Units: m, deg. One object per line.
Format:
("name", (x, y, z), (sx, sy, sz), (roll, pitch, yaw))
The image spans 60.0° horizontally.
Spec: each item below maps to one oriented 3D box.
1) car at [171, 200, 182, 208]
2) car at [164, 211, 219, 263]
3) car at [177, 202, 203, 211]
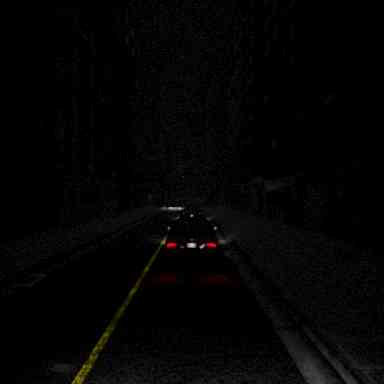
("car", (-2.796, 2.149, 60.609), (1.994, 1.385, 4.181), (0, -1, 0))
("car", (0.002, 1.674, 12.516), (2.033, 1.411, 5.357), (0, -1, 0))
("car", (0.003, 1.846, 28.395), (1.994, 1.385, 4.181), (0, 0, 0))
